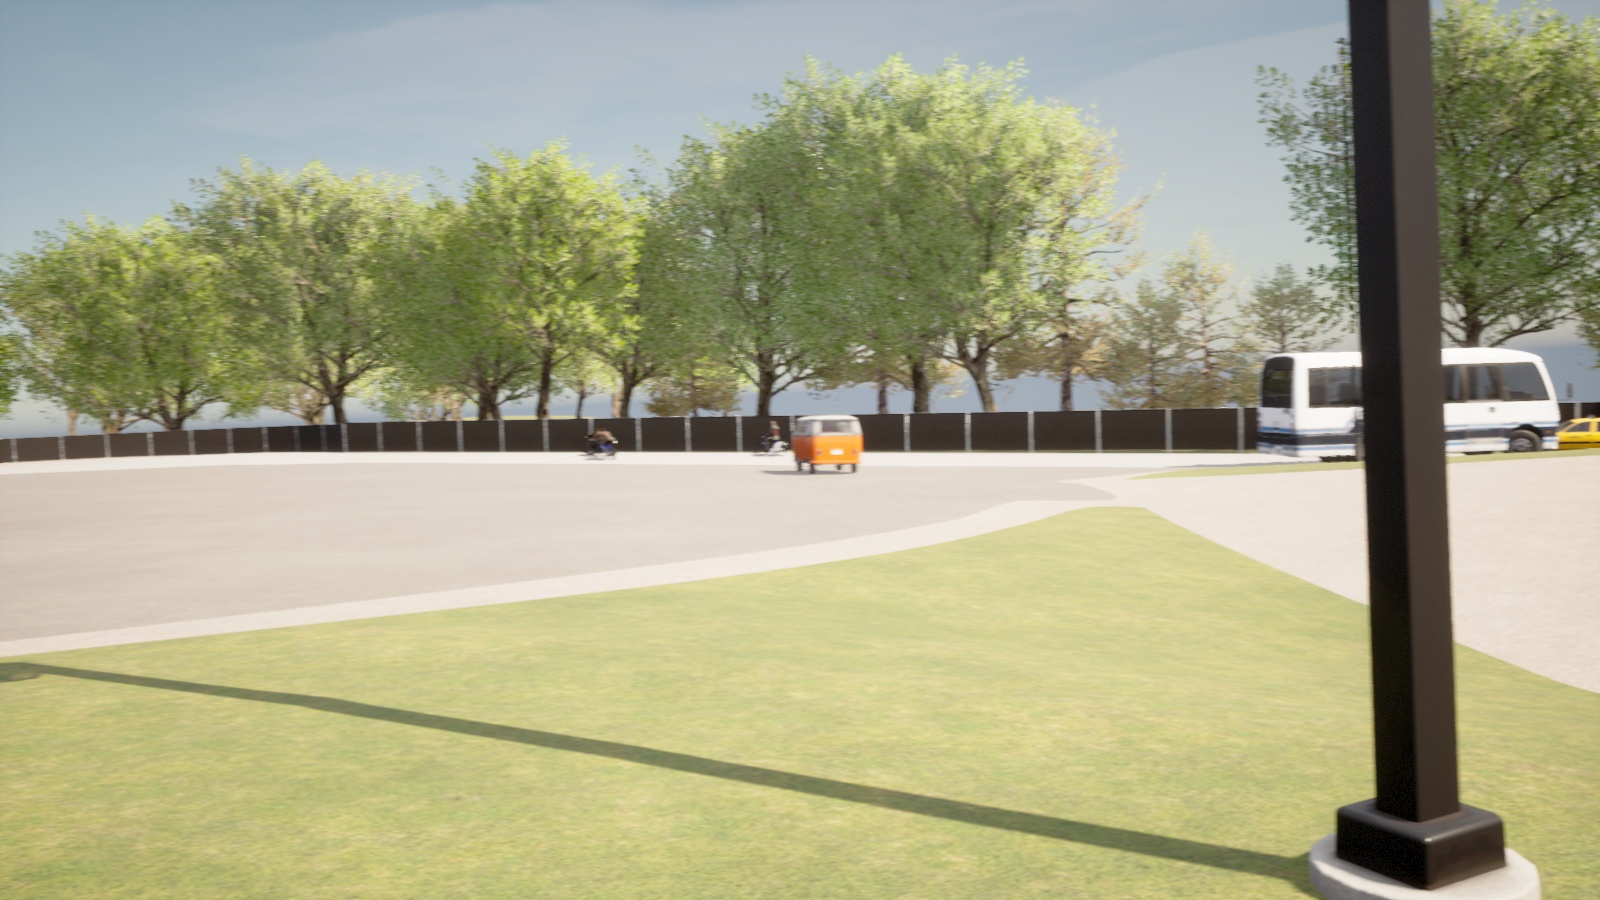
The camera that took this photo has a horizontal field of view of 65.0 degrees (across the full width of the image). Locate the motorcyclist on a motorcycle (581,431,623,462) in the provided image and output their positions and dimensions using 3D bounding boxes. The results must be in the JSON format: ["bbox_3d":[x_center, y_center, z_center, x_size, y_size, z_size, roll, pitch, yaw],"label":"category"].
[{"bbox_3d":[-10.480,-0.199,66.301,2.044,1.523,0.797,-1,5,30],"label":"motorcyclist on a motorcycle"}]

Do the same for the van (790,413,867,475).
[{"bbox_3d":[0.938,-0.238,43.760,1.775,1.987,4.442,-2,1,-10],"label":"van"}]

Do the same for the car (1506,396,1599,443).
[{"bbox_3d":[30.023,-1.210,47.656,5.366,1.575,1.801,-2,4,20],"label":"car"}]

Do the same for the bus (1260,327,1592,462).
[{"bbox_3d":[22.832,-2.062,46.216,10.273,4.253,3.944,-3,3,-3],"label":"bus"}]

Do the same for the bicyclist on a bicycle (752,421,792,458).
[{"bbox_3d":[-1.390,-0.517,61.982,1.843,1.776,0.659,-1,4,29],"label":"bicyclist on a bicycle"}]
